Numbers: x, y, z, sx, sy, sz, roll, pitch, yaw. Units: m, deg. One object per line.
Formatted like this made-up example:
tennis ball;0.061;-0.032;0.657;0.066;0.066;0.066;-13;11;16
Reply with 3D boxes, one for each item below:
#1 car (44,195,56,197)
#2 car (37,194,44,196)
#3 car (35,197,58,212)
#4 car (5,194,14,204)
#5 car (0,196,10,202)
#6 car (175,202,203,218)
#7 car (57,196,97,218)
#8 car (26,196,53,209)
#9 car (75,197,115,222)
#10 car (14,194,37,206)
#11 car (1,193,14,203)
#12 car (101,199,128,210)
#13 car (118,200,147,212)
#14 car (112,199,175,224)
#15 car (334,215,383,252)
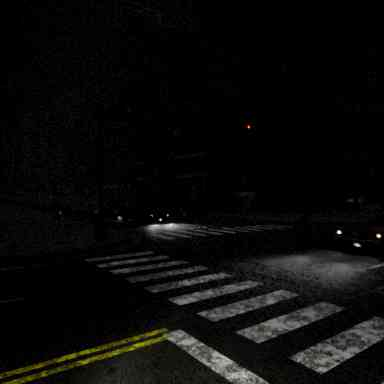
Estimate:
car;-29.458;1.479;70.740;1.967;1.590;4.097;0;0;-35
car;-35.851;1.489;79.718;1.967;1.590;4.097;0;0;-35
car;-16.816;1.563;39.150;1.802;1.307;4.206;0;0;-35
car;-32.798;1.552;61.595;2.008;1.369;4.403;0;0;-35
car;-42.389;1.599;75.063;1.802;1.307;4.206;0;0;-35
car;-0.689;1.581;30.338;1.947;1.339;4.313;0;0;-35
car;-10.422;1.422;30.173;1.967;1.590;4.097;0;0;-35
car;-20.012;1.534;43.639;2.008;1.369;4.403;0;0;-35
car;-7.226;1.423;25.684;1.967;1.590;4.097;0;0;-35
car;-26.405;1.431;52.617;1.967;1.590;4.097;0;0;-35
car;-39.192;1.557;70.573;1.887;1.381;4.507;0;0;-35
car;-10.279;1.579;43.806;1.947;1.339;4.313;0;0;-35
car;-7.083;1.594;39.317;1.802;1.307;4.206;0;0;-35
car;-3.788;1.541;25.200;2.033;1.411;5.357;0;0;-37
car;7.743;1.608;13.280;4.718;1.301;1.895;0;0;-36
